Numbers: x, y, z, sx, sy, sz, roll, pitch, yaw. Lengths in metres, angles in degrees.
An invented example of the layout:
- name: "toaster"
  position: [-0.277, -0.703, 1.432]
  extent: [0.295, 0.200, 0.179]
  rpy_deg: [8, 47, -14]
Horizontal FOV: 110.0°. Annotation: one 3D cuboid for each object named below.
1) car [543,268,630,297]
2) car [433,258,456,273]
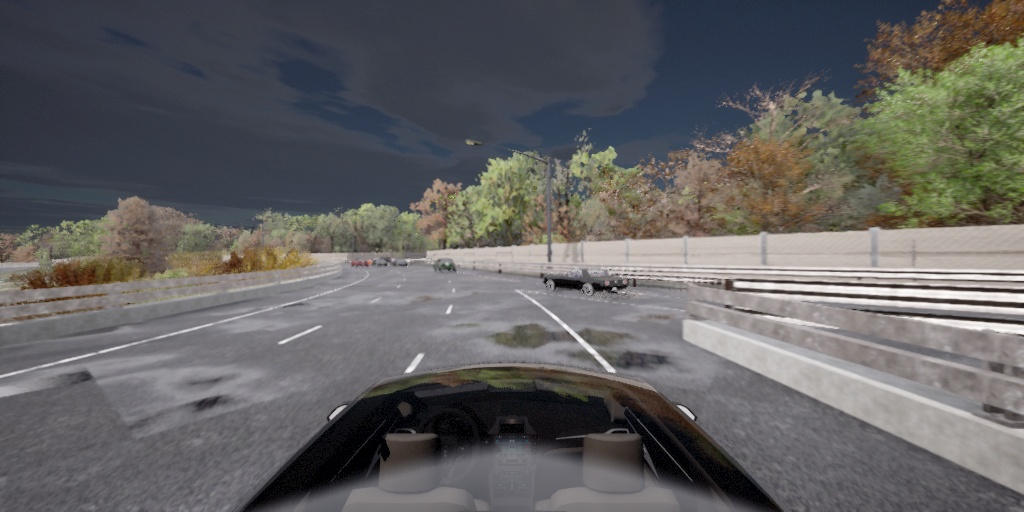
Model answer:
- name: "car"
  position: [3.635, 1.269, 18.569]
  extent: [1.895, 1.301, 4.718]
  rpy_deg: [-1, 0, -32]
- name: "car"
  position: [-8.418, 1.066, 44.182]
  extent: [2.097, 1.767, 4.553]
  rpy_deg: [-2, 0, -22]
